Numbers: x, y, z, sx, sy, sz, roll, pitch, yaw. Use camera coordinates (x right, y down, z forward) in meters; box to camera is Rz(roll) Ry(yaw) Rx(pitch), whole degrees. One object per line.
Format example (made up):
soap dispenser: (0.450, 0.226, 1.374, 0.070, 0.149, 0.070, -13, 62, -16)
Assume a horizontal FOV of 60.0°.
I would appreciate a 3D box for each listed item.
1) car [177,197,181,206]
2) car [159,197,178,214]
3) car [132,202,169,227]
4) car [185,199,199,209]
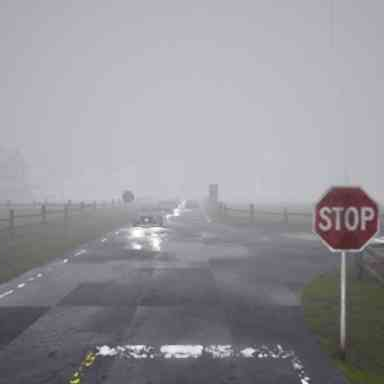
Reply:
car: (-2.933, 1.656, 48.341, 1.895, 1.301, 4.718, 0, 0, 0)
car: (-2.913, 1.596, 35.896, 2.033, 1.411, 5.357, 0, 0, 0)
car: (-2.892, 1.599, 23.039, 1.994, 1.385, 4.181, 0, 0, 0)
car: (0.007, 1.619, 47.579, 1.994, 1.385, 4.181, 0, 0, 0)
